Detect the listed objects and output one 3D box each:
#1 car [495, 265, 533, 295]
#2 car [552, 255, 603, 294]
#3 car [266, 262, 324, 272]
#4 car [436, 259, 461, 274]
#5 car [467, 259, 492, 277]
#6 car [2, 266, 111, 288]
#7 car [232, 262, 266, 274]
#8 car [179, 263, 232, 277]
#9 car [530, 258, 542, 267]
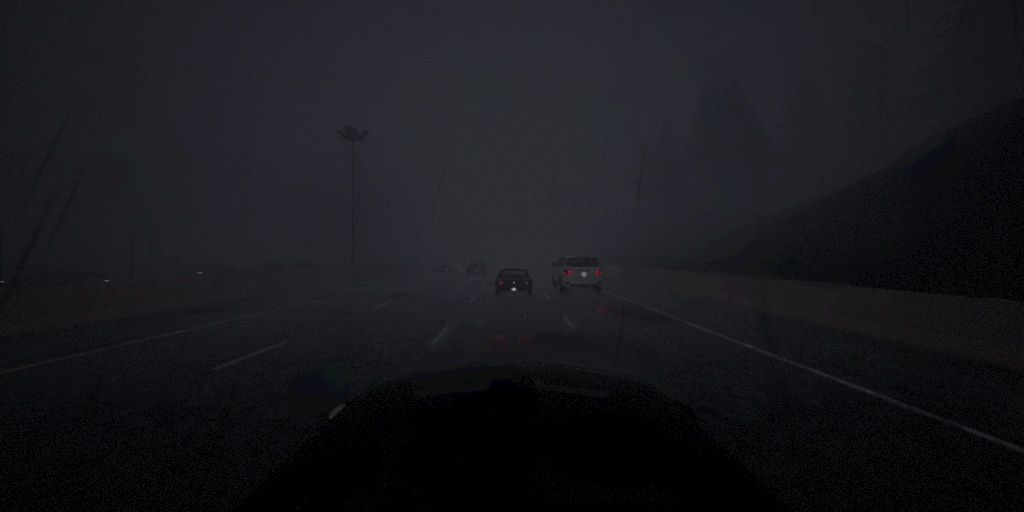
[{"bbox_3d":[0.093,1.350,19.905,1.895,1.301,4.718,0,0,0],"label":"car"},{"bbox_3d":[3.596,0.971,20.568,2.150,2.045,5.566,0,0,0],"label":"car"},{"bbox_3d":[-17.583,1.225,29.739,1.882,1.535,5.008,0,0,0],"label":"car"},{"bbox_3d":[-6.907,1.273,40.424,1.812,1.442,4.674,0,0,0],"label":"car"},{"bbox_3d":[-3.407,1.226,36.148,1.882,1.535,5.008,0,0,0],"label":"car"},{"bbox_3d":[-28.096,1.294,21.792,2.033,1.411,5.357,0,0,0],"label":"car"},{"bbox_3d":[-21.078,1.254,30.842,1.837,1.490,4.892,0,-1,0],"label":"car"},{"bbox_3d":[-24.588,1.273,29.476,1.812,1.442,4.674,0,0,0],"label":"car"},{"bbox_3d":[4.297,1.099,65.296,2.097,1.767,4.553,0,0,5],"label":"car"}]
